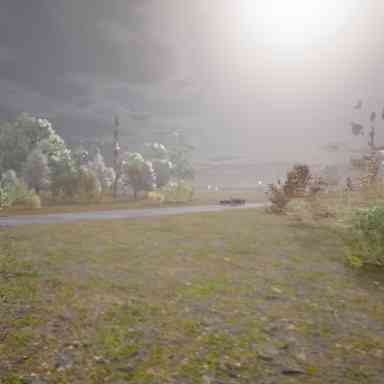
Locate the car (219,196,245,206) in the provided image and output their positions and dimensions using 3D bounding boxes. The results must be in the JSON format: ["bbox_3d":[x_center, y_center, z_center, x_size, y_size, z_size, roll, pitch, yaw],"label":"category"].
[{"bbox_3d":[5.920,1.317,49.543,1.895,1.301,4.718,1,0,38],"label":"car"}]
